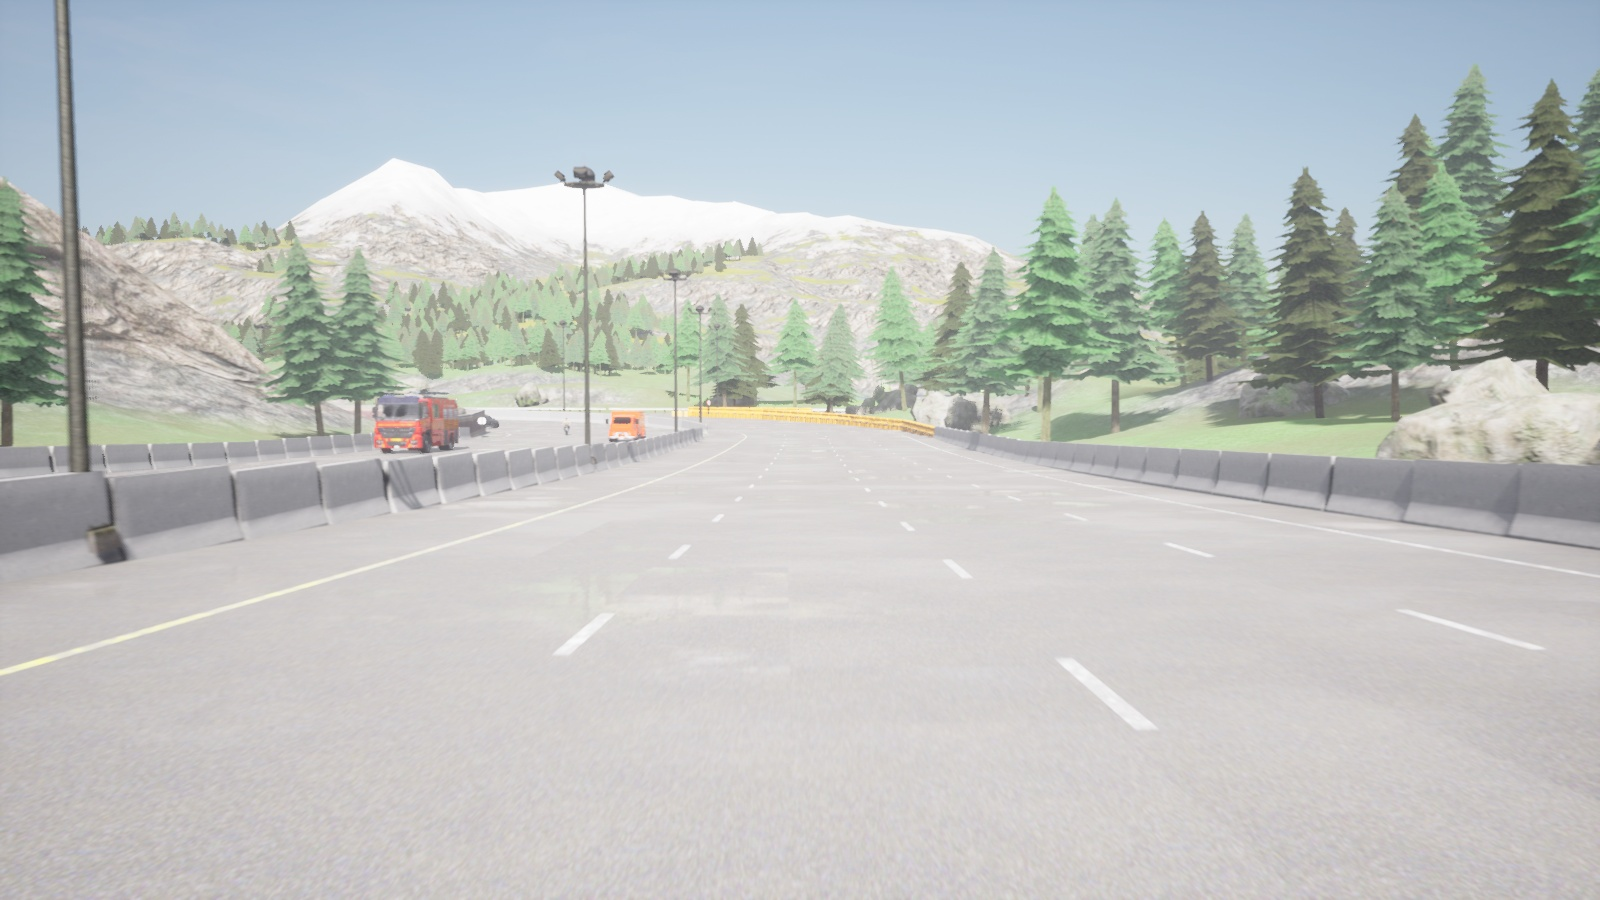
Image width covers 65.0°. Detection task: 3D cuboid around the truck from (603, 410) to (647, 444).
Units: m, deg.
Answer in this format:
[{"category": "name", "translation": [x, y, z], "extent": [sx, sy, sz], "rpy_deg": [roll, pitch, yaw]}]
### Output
[{"category": "truck", "translation": [-13.434, -1.818, 96.944], "extent": [2.627, 2.467, 5.204], "rpy_deg": [0, 2, 0]}]

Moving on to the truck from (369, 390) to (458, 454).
[{"category": "truck", "translation": [-24.037, -1.801, 78.650], "extent": [2.891, 3.827, 8.468], "rpy_deg": [0, 2, 0]}]
